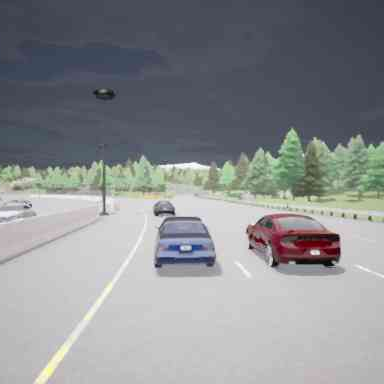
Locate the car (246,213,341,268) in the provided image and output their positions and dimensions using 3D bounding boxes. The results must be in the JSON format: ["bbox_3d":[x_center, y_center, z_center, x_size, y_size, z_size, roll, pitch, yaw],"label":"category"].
[{"bbox_3d":[3.153,1.457,11.339,1.882,1.535,5.008,0,0,-3],"label":"car"}]

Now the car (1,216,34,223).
[{"bbox_3d":[-12.124,1.519,22.719,1.812,1.442,4.674,0,0,-7],"label":"car"}]

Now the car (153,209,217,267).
[{"bbox_3d":[-0.322,1.534,11.390,2.033,1.411,5.357,0,0,-4],"label":"car"}]

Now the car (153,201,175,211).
[{"bbox_3d":[-2.795,1.528,32.621,1.994,1.385,4.181,0,0,-9],"label":"car"}]
